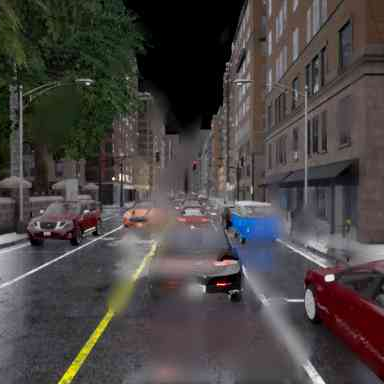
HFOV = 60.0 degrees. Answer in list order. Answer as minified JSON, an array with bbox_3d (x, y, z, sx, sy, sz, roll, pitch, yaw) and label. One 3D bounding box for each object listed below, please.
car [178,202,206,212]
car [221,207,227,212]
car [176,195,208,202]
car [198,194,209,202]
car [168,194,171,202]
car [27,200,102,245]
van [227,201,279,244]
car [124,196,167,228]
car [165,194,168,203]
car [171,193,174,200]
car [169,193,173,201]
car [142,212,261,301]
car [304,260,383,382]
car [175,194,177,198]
[{"bbox_3d":[0.091,1.519,18.536,1.812,1.442,4.674,0,0,0],"label":"car"},{"bbox_3d":[2.841,1.557,21.247,1.947,1.339,4.313,0,0,0],"label":"car"},{"bbox_3d":[0.029,1.338,27.493,2.097,1.767,4.553,0,0,2],"label":"car"},{"bbox_3d":[2.803,1.387,75.624,1.967,1.590,4.097,0,0,0],"label":"car"},{"bbox_3d":[-5.713,1.502,64.680,2.008,1.369,4.403,0,0,0],"label":"car"},{"bbox_3d":[-5.680,1.310,15.541,2.192,1.841,5.009,0,0,0],"label":"car"},{"bbox_3d":[2.845,1.336,15.586,1.690,1.788,3.998,0,0,0],"label":"van"},{"bbox_3d":[-3.058,1.342,21.818,2.097,1.767,4.553,0,0,1],"label":"car"},{"bbox_3d":[-5.710,1.480,59.059,1.752,1.417,4.829,0,0,0],"label":"car"},{"bbox_3d":[-5.721,1.491,75.582,1.887,1.381,4.507,0,0,0],"label":"car"},{"bbox_3d":[-5.717,1.493,70.131,1.887,1.381,4.507,0,0,0],"label":"car"},{"bbox_3d":[0.094,1.490,8.274,2.128,1.511,4.902,0,0,0],"label":"car"},{"bbox_3d":[2.853,1.544,4.266,1.887,1.381,4.507,0,0,0],"label":"car"},{"bbox_3d":[-5.728,1.496,86.483,2.008,1.369,4.403,0,0,0],"label":"car"}]
